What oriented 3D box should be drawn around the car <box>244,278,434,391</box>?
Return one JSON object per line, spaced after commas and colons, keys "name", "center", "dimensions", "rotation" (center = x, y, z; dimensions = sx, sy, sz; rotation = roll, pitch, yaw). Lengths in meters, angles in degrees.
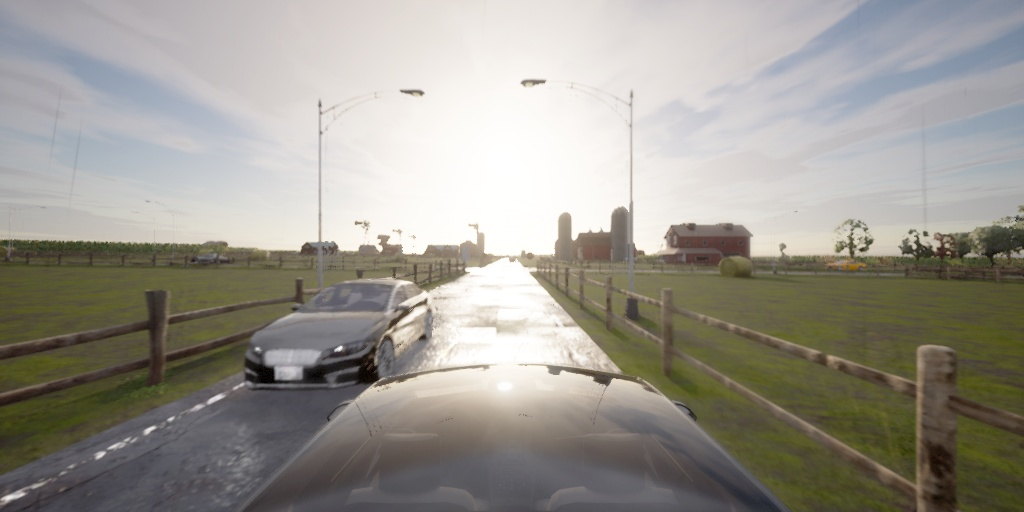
{"name": "car", "center": [-2.847, 1.225, 7.026], "dimensions": [2.128, 1.511, 4.902], "rotation": [0, 0, 0]}
